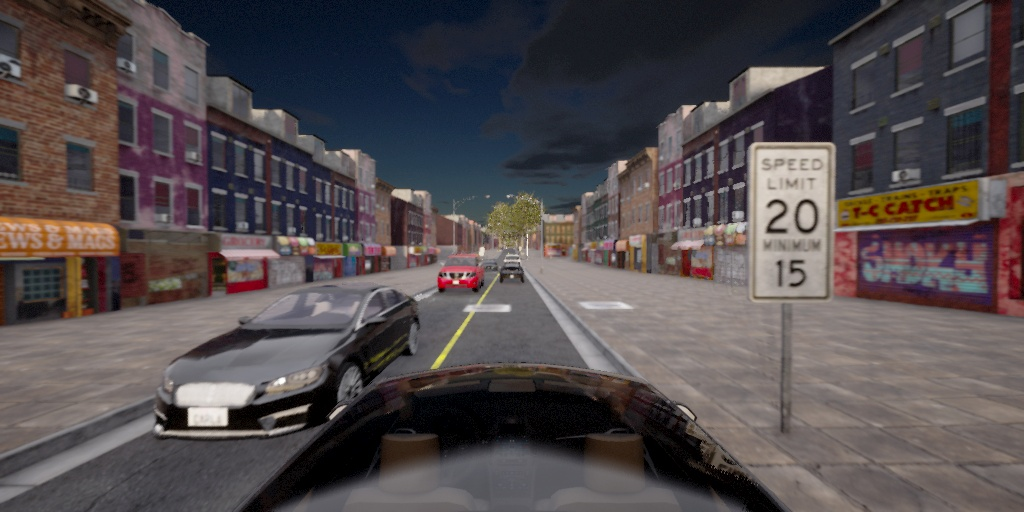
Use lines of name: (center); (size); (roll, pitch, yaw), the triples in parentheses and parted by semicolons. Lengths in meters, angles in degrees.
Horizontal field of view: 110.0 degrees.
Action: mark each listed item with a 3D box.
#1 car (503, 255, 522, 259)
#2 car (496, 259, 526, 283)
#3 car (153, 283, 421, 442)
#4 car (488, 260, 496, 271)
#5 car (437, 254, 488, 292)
car: (0.071, 0.845, 44.727); (2.150, 2.045, 5.566); (0, 1, 0)
car: (0.011, 1.190, 27.636); (1.837, 1.490, 4.892); (0, 0, 0)
car: (-2.849, 1.235, 5.802); (2.128, 1.511, 4.902); (0, 0, 0)
car: (-2.752, 1.187, 44.789); (1.994, 1.385, 4.181); (0, 0, 0)
car: (-2.831, 0.921, 20.970); (2.150, 2.045, 5.566); (0, 1, 0)
